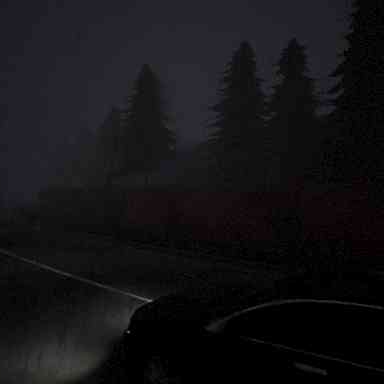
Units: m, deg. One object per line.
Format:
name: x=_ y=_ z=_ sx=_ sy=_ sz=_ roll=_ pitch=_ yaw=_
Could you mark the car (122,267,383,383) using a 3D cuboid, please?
car: x=1.423 y=1.510 z=3.110 sx=4.892 sy=1.490 sz=1.837 roll=0 pitch=0 yaw=36
